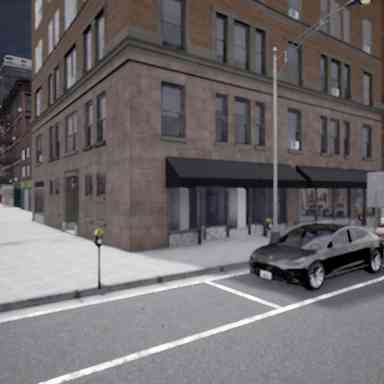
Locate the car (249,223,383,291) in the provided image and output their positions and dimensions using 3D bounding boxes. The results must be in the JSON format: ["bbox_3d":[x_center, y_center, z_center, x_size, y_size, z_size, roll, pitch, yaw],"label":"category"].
[{"bbox_3d":[3.494,1.555,9.020,4.313,1.339,1.947,0,0,-35],"label":"car"}]
